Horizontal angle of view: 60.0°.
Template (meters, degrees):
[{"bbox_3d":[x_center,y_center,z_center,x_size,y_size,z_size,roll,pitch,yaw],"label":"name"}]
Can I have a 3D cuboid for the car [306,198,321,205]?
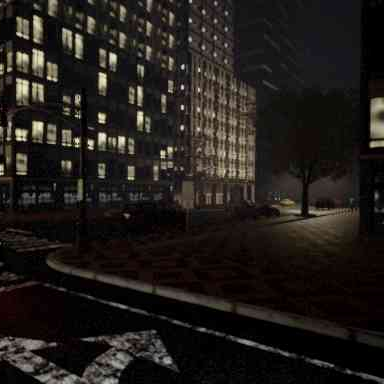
[{"bbox_3d":[27.814,2.192,75.978,2.008,1.369,4.403,0,0,37],"label":"car"}]

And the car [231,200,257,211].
[{"bbox_3d":[7.694,1.929,48.784,1.947,1.339,4.313,0,0,37],"label":"car"}]

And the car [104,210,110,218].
[{"bbox_3d":[-5.822,1.694,30.518,1.752,1.417,4.829,0,0,37],"label":"car"}]

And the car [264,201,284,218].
[{"bbox_3d":[7.727,1.968,34.741,1.802,1.307,4.206,0,0,37],"label":"car"}]

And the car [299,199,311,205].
[{"bbox_3d":[24.461,2.178,71.445,1.802,1.307,4.206,0,0,37],"label":"car"}]

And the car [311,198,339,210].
[{"bbox_3d":[21.148,1.891,52.878,2.192,1.841,5.009,0,0,37],"label":"car"}]

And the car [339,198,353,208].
[{"bbox_3d":[27.858,1.983,61.946,2.192,1.841,5.009,0,0,37],"label":"car"}]

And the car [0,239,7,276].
[{"bbox_3d":[-6.810,1.566,9.455,2.128,1.511,4.902,-1,-1,-43],"label":"car"}]

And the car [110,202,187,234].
[{"bbox_3d":[-2.335,1.554,21.140,2.192,1.841,5.009,0,0,37],"label":"car"}]

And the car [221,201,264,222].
[{"bbox_3d":[4.474,1.864,30.343,1.752,1.417,4.829,0,0,37],"label":"car"}]

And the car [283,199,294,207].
[{"bbox_3d":[17.653,2.028,62.244,1.752,1.417,4.829,0,0,37],"label":"car"}]

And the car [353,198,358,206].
[{"bbox_3d":[31.211,2.259,66.479,1.887,1.381,4.507,0,0,37],"label":"car"}]
